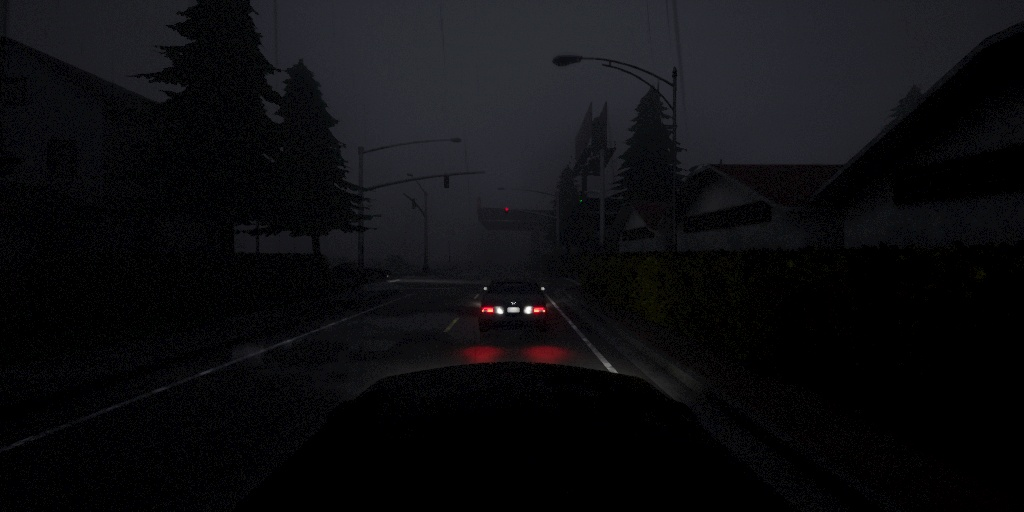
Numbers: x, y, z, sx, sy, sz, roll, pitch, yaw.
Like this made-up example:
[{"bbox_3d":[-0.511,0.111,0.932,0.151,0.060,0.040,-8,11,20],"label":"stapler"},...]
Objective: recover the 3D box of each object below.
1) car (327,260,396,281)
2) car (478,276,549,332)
[{"bbox_3d":[-11.334,1.159,26.312,4.718,1.301,1.895,0,0,0],"label":"car"},{"bbox_3d":[0.058,1.297,10.837,2.033,1.411,5.357,0,0,1],"label":"car"}]
